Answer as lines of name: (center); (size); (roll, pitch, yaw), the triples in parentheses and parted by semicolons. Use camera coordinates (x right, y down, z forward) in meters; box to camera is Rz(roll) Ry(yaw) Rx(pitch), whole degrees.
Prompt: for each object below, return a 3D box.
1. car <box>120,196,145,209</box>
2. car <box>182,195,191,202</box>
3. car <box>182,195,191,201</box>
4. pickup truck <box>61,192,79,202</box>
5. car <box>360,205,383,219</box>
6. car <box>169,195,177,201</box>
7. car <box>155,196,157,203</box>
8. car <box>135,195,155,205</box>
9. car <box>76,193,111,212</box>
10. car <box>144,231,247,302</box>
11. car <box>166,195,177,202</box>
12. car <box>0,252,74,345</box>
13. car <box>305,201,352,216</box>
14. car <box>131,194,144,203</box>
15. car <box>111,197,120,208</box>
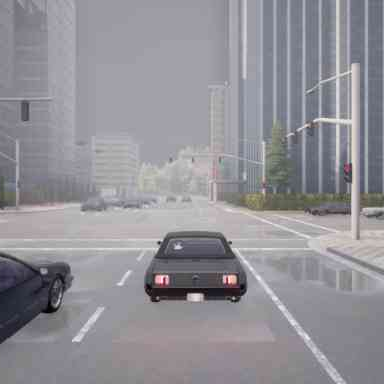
car: (-7.839, 1.564, 44.072); (1.994, 1.385, 4.181); (0, 0, -1)
car: (-1.228, 1.553, 75.033); (1.994, 1.385, 4.181); (0, 0, -1)
car: (-1.385, 1.540, 84.808); (2.033, 1.411, 5.357); (0, 0, -1)
pickup truck: (-24.768, 1.059, 69.244); (2.390, 2.098, 6.274); (0, 0, 30)
car: (16.939, 1.601, 28.089); (4.718, 1.301, 1.895); (0, 0, 0)
car: (-4.885, 1.524, 84.739); (1.812, 1.442, 4.674); (0, 0, -1)
car: (-8.132, 1.477, 67.631); (1.882, 1.535, 5.008); (0, 0, -1)
car: (-8.027, 1.547, 57.095); (2.033, 1.411, 5.357); (0, 0, -1)
car: (-11.228, 1.352, 38.278); (2.097, 1.767, 4.553); (0, 0, -1)
car: (0.067, 1.601, 8.188); (1.895, 1.301, 4.718); (0, 0, 0)
car: (-4.718, 1.500, 74.571); (1.837, 1.490, 4.892); (0, 0, -1)
car: (-3.436, 1.547, 4.591); (2.033, 1.411, 5.357); (0, 0, 0)
car: (13.584, 1.547, 31.596); (5.357, 1.411, 2.033); (0, 0, -3)
car: (-11.672, 1.354, 70.978); (2.097, 1.767, 4.553); (0, 0, -1)
car: (-11.420, 1.525, 48.896); (1.812, 1.442, 4.674); (0, 0, -1)
